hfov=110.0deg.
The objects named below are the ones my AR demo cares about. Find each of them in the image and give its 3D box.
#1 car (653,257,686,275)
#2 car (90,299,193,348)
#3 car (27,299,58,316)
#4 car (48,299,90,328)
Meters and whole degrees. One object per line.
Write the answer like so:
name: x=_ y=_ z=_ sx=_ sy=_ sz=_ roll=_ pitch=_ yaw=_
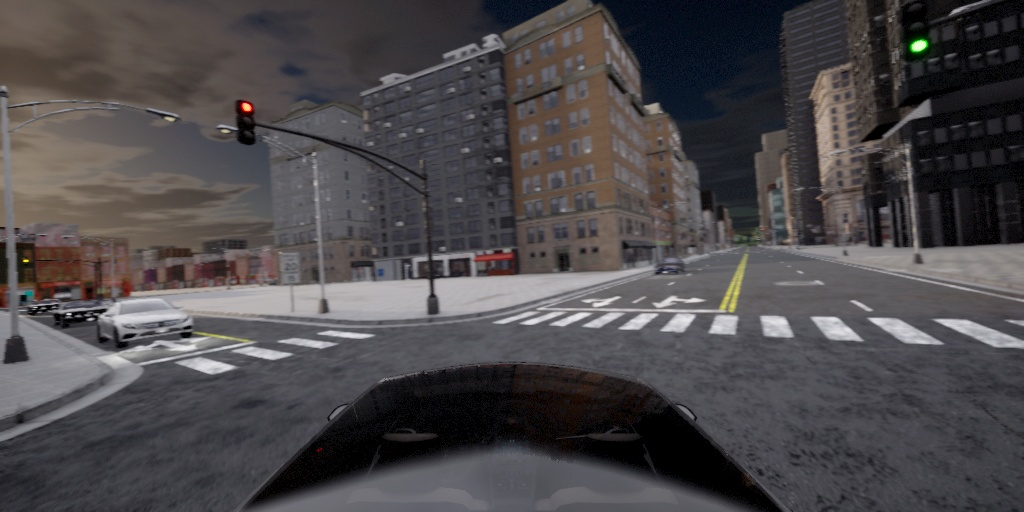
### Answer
car: x=13.369 y=0.808 z=30.181 sx=2.033 sy=1.411 sz=5.357 roll=-5 pitch=-1 yaw=34
car: x=-13.389 y=2.298 z=13.010 sx=4.674 sy=1.442 sz=1.812 roll=-4 pitch=-1 yaw=34
car: x=-41.325 y=4.487 z=31.832 sx=4.718 sy=1.301 sz=1.895 roll=-4 pitch=-1 yaw=34
car: x=-24.248 y=3.188 z=20.284 sx=4.718 sy=1.301 sz=1.895 roll=-4 pitch=-1 yaw=34
